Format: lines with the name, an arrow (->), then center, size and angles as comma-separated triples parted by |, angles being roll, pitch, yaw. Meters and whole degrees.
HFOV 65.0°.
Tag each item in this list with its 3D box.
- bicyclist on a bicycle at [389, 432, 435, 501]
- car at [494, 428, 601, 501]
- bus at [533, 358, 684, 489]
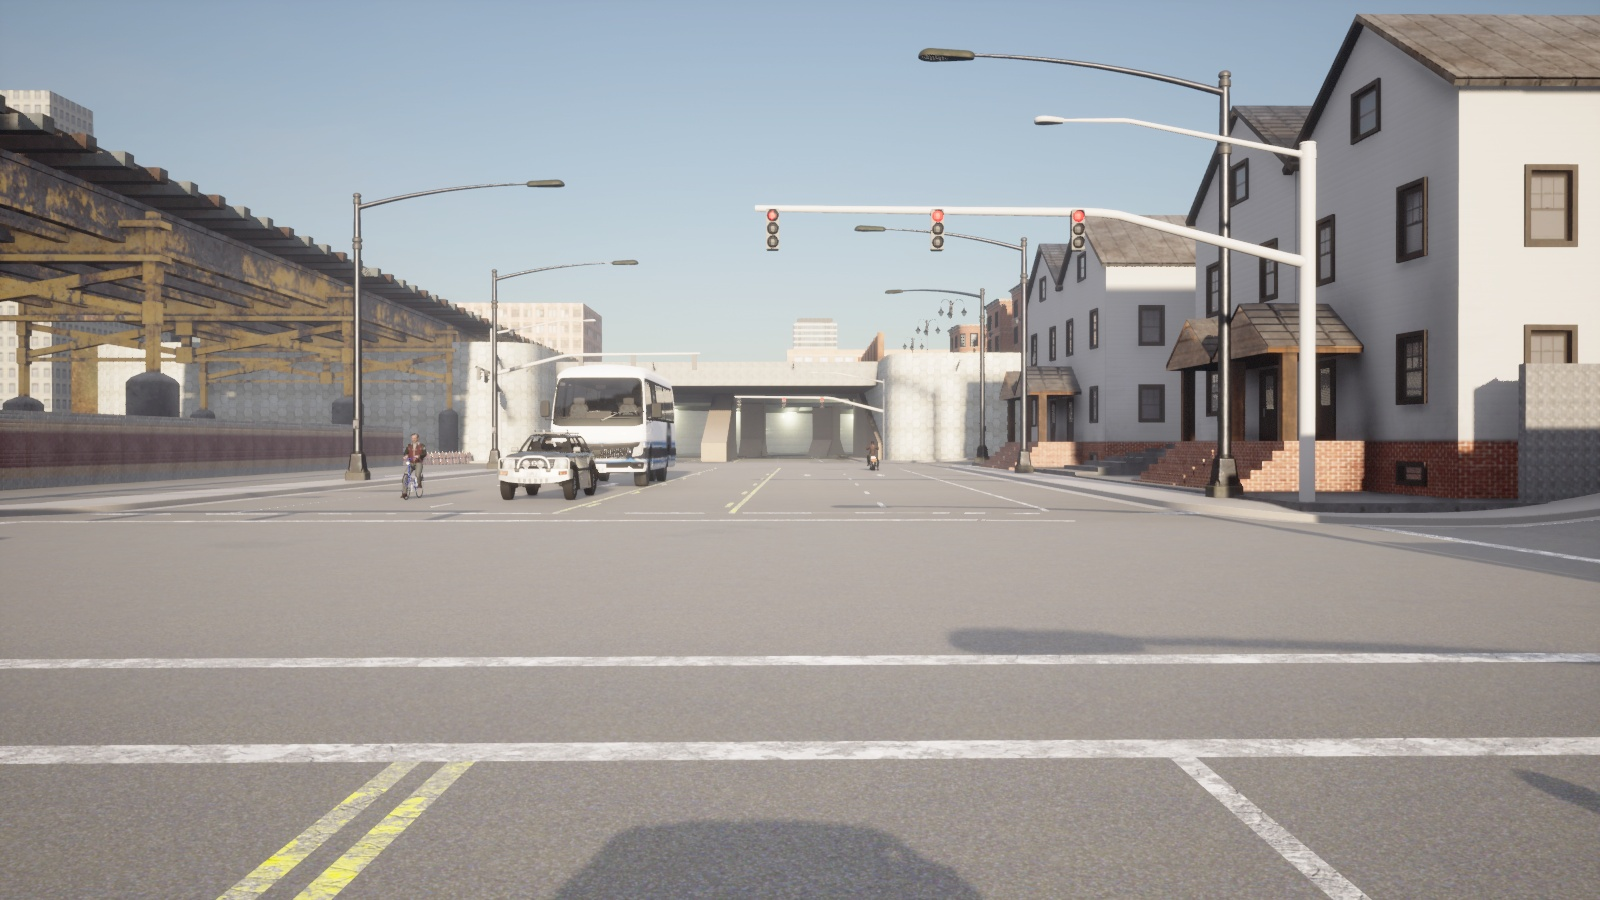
bicyclist on a bicycle -> -10.293, 0.420, 33.368 | 0.659, 1.776, 1.843 | 0, 0, 0
car -> -6.784, 0.365, 34.192 | 1.932, 1.855, 4.605 | 0, 0, 1
bus -> -6.718, -0.896, 46.125 | 3.944, 4.253, 10.273 | 0, 0, 0
